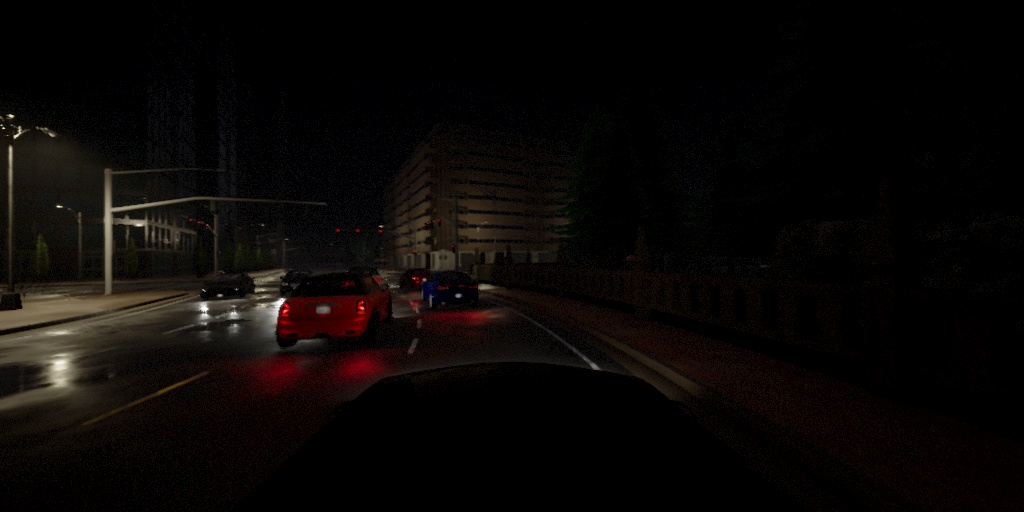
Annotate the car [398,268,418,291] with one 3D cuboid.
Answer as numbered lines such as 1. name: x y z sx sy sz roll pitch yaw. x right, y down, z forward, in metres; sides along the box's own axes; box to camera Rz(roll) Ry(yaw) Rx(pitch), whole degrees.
1. car: -6.477 1.557 24.656 1.812 1.442 4.674 0 -1 -27

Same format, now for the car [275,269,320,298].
1. car: -13.515 1.638 22.880 2.128 1.511 4.902 0 -1 -27

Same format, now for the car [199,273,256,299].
1. car: -16.621 1.723 21.269 2.033 1.411 5.357 0 -1 -27

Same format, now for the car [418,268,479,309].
1. car: -2.886 1.389 16.086 1.882 1.535 5.008 -1 -1 -20

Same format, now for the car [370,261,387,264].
1. car: -8.453 1.371 20.318 2.097 1.767 4.553 -1 -1 -24

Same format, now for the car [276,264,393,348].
1. car: -4.664 1.237 10.093 2.097 1.767 4.553 -1 0 -12
